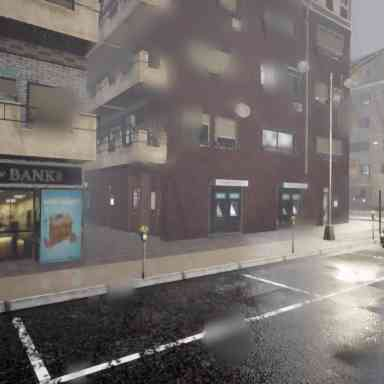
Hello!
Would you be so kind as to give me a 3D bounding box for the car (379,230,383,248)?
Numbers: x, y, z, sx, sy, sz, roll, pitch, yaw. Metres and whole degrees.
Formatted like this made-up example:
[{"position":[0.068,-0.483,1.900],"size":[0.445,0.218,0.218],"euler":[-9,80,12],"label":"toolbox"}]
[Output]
[{"position":[9.116,1.554,13.164],"size":[4.403,1.369,2.008],"euler":[0,1,-35],"label":"car"}]
